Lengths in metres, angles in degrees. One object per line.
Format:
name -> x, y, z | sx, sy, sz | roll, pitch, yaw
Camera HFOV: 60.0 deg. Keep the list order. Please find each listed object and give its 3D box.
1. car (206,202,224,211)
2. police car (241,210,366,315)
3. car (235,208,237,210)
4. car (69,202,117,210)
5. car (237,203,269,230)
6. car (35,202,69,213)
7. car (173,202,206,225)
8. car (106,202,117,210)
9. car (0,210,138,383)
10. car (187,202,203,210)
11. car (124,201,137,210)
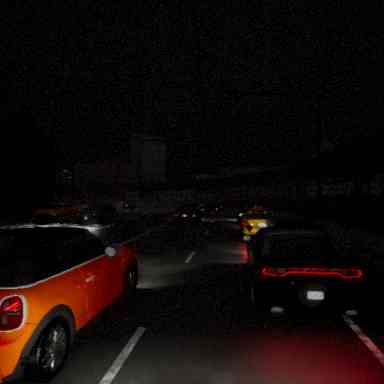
car -> 2.955, 1.995, 45.634 | 1.895, 1.301, 4.718 | 0, -2, -7
police car -> 2.282, 1.445, 7.848 | 1.930, 1.638, 5.238 | 0, 0, 7
car -> 4.213, 1.581, 23.849 | 1.837, 1.490, 4.892 | 0, 0, 5
car -> -7.427, 1.606, 26.245 | 2.128, 1.511, 4.902 | 0, 0, 4
car -> 3.533, 1.506, 17.854 | 1.801, 1.575, 5.366 | 0, 0, 7
car -> -10.861, 1.603, 26.981 | 1.882, 1.535, 5.008 | 0, 0, 4
car -> -0.269, 1.639, 24.676 | 2.033, 1.411, 5.357 | 0, 0, 5
car -> -16.262, 2.870, 66.985 | 1.837, 1.490, 4.892 | 1, -3, -19
car -> -2.468, 1.382, 5.728 | 2.097, 1.767, 4.553 | 0, 0, 7
car -> 0.506, 2.535, 59.940 | 1.895, 1.301, 4.718 | 0, -3, -14
car -> -12.323, 2.659, 66.242 | 2.097, 1.767, 4.553 | 0, -3, -18
